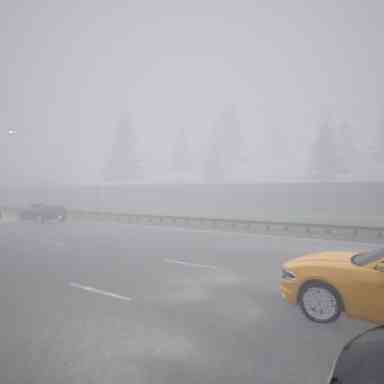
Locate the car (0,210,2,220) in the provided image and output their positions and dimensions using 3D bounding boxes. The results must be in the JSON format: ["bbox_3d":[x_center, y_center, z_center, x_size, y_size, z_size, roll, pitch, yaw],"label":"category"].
[{"bbox_3d":[-15.338,1.492,23.538,4.902,1.511,2.128,0,0,36],"label":"car"}]

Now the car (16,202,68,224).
[{"bbox_3d":[-11.341,1.506,24.986,4.892,1.490,1.837,0,0,36],"label":"car"}]

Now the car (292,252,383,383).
[{"bbox_3d":[3.289,1.491,1.646,4.902,1.511,2.128,0,0,36],"label":"car"}]

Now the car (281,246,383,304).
[{"bbox_3d":[4.001,1.478,5.438,5.008,1.535,1.882,0,0,36],"label":"car"}]
